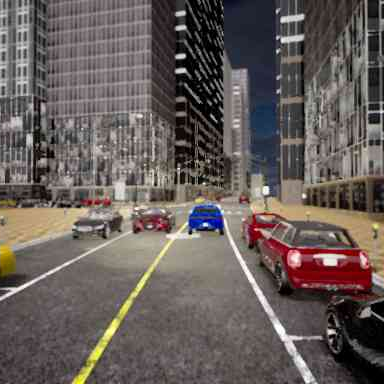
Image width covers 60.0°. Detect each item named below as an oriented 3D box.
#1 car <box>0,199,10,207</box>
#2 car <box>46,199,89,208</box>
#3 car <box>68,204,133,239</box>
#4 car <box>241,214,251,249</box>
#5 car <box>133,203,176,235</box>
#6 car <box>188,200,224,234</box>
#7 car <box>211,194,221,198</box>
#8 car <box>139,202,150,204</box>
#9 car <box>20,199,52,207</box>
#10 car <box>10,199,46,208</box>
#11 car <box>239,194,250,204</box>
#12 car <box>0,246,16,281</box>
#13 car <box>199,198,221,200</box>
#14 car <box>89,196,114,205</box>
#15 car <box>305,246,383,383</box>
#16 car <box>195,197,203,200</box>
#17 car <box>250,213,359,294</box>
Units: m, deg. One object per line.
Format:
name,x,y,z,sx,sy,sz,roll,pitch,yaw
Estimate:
car,-31.223,1.817,56.126,4.829,1.417,1.752,0,-1,14
car,-16.626,1.622,44.436,4.313,1.339,1.947,0,-1,14
car,-4.750,1.557,17.293,2.008,1.369,4.403,1,0,3
car,3.115,1.547,14.326,1.887,1.381,4.507,1,0,3
car,-2.027,1.569,18.844,1.994,1.385,4.181,0,0,4
car,0.839,1.482,19.175,1.882,1.535,5.008,0,0,4
car,5.764,1.480,81.108,2.192,1.841,5.009,1,0,15
car,-3.918,1.568,28.078,2.008,1.369,4.403,1,0,5
car,-25.624,1.813,54.753,4.403,1.369,2.008,0,-1,14
car,-22.057,1.636,45.766,4.403,1.369,2.008,0,-1,14
car,10.583,1.404,67.387,2.192,1.841,5.009,1,0,13
car,-5.212,1.525,6.177,1.752,1.417,4.829,1,0,1
car,2.011,1.623,36.139,1.895,1.301,4.718,0,0,0
car,-14.757,1.520,52.094,5.009,1.841,2.192,0,-1,14
car,2.745,1.567,3.002,1.947,1.339,4.313,1,0,1
car,1.647,1.630,64.900,1.752,1.417,4.829,1,0,12
car,2.881,1.442,8.688,1.967,1.590,4.097,1,0,2
